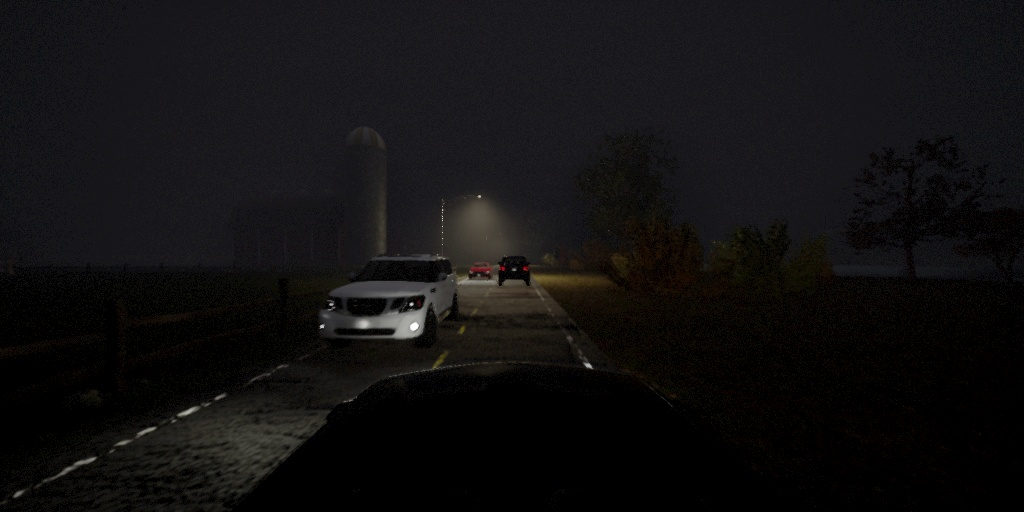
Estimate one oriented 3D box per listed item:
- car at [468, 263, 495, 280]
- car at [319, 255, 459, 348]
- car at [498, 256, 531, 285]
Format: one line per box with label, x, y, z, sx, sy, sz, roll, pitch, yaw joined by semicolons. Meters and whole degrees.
car;-2.673;1.303;31.591;1.812;1.442;4.674;0;0;1
car;-2.810;0.971;9.616;2.150;2.045;5.566;0;0;0
car;0.165;0.993;26.032;2.150;2.045;5.566;0;0;1
